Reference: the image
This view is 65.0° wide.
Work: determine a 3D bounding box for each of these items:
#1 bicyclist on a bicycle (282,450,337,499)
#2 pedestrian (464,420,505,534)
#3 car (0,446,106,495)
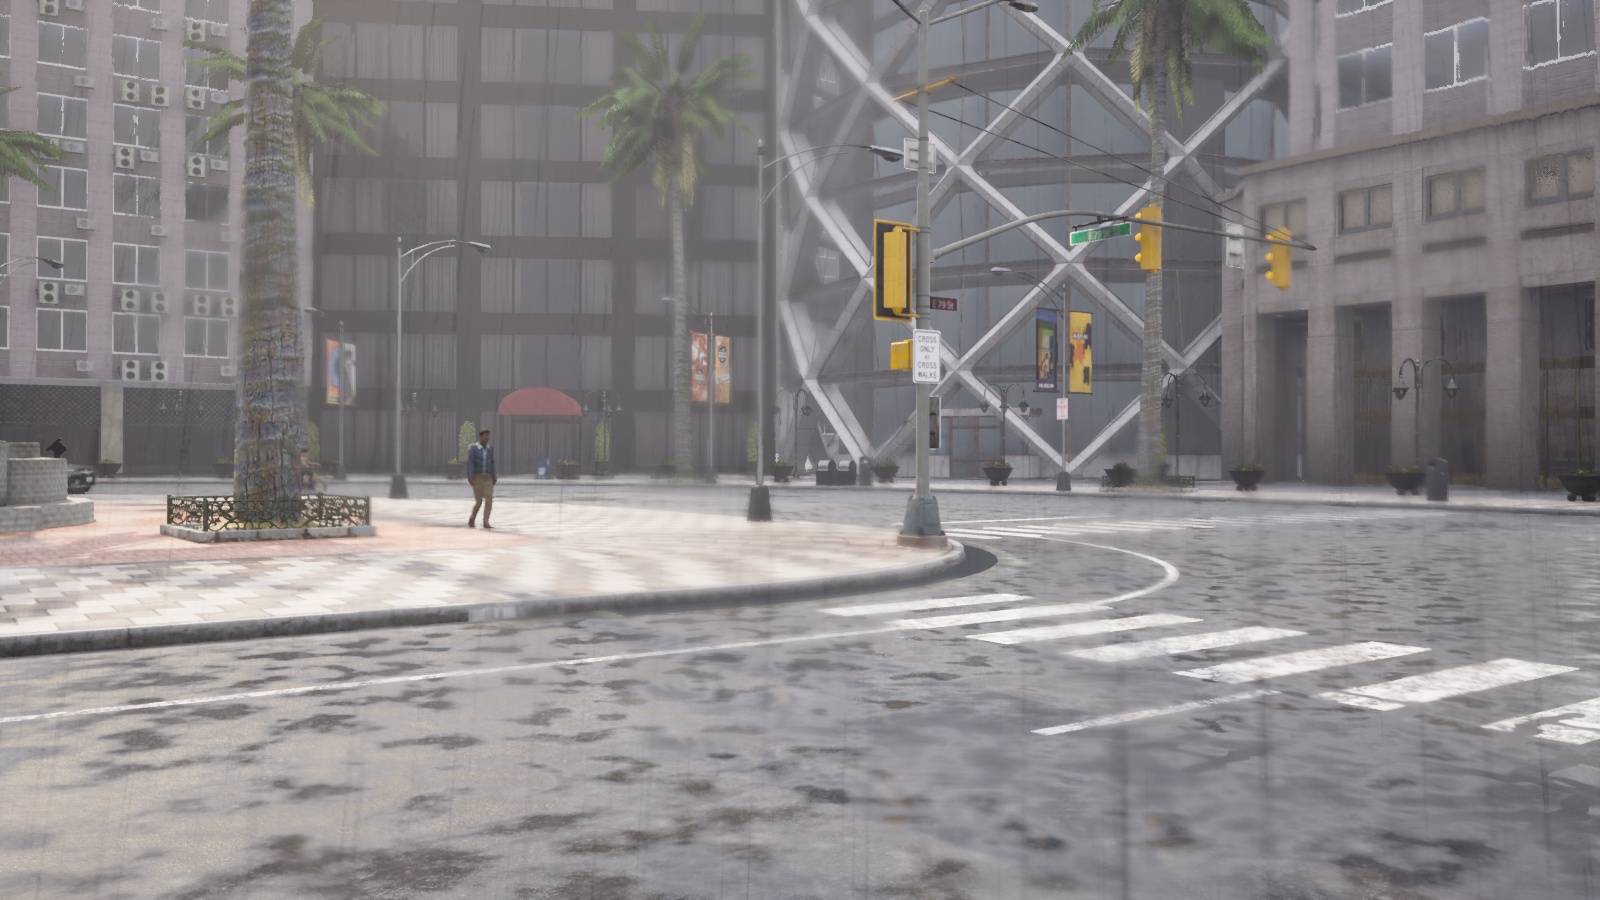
[{"bbox_3d":[-16.661,0.821,42.704,1.509,1.612,0.866,0,0,13],"label":"bicyclist on a bicycle"},{"bbox_3d":[-5.520,0.467,21.955,0.423,1.949,0.788,0,0,-36],"label":"pedestrian"},{"bbox_3d":[-27.173,0.688,43.516,5.027,1.651,2.152,0,0,-6],"label":"car"}]
